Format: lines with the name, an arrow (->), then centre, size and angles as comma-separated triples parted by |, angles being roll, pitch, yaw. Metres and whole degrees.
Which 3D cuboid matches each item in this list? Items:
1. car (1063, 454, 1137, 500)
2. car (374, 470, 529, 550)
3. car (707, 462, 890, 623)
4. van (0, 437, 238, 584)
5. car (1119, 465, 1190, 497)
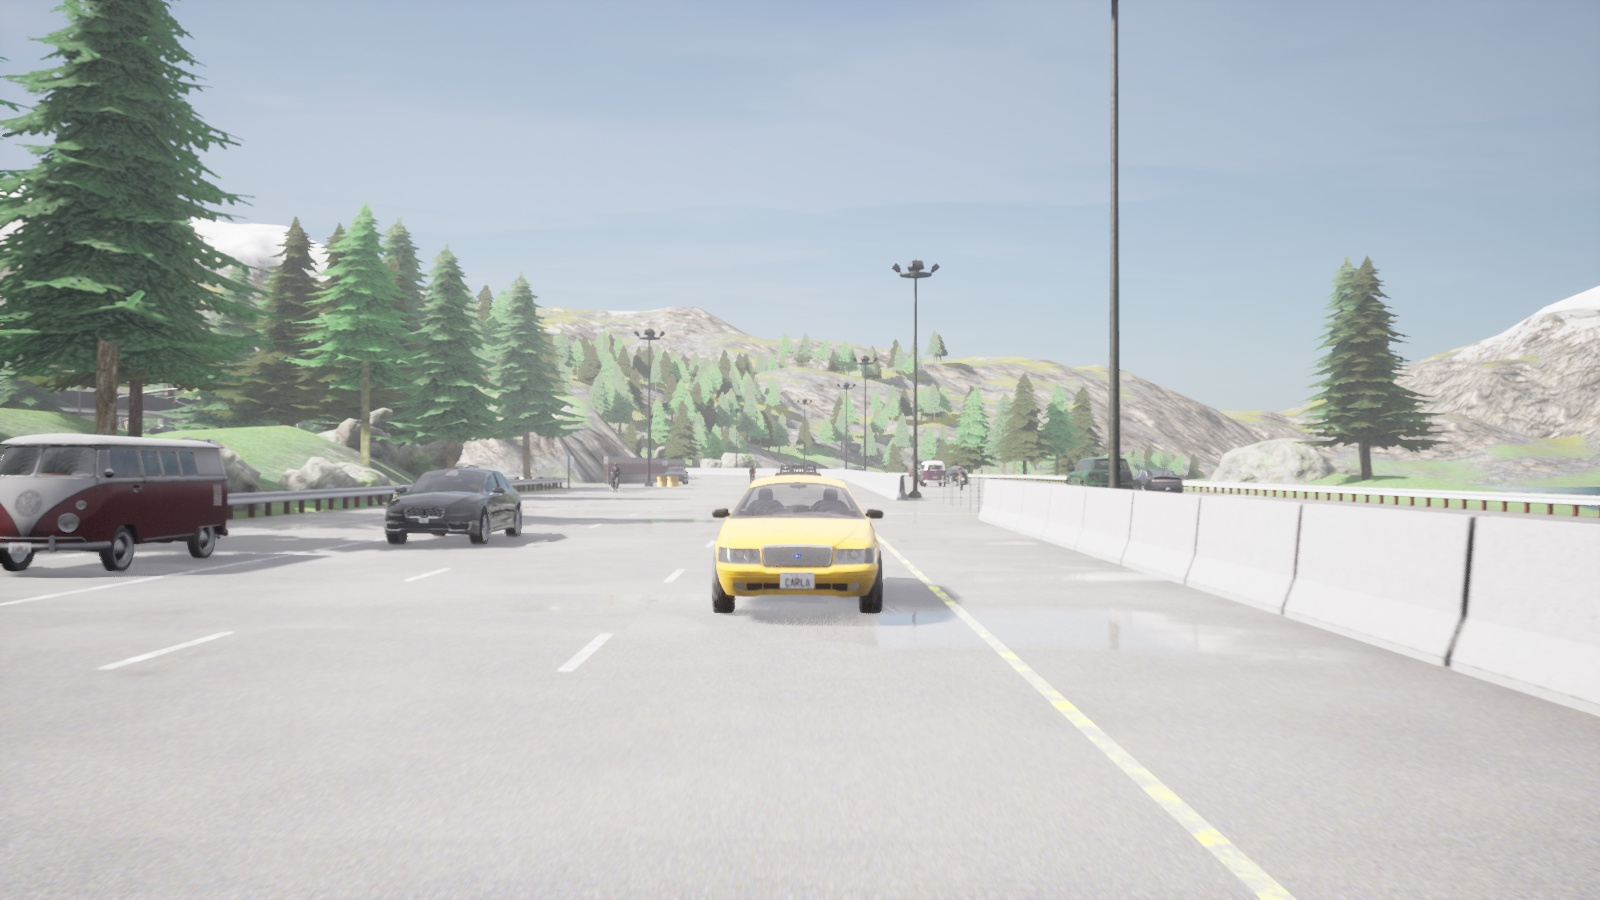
car -> 13.989, 1.240, 58.925 | 2.150, 2.045, 5.566 | 0, -1, 0
car -> -7.016, 1.181, 25.837 | 1.837, 1.490, 4.892 | 0, -1, 0
car -> -0.018, 0.943, 15.089 | 1.801, 1.575, 5.366 | 0, -1, 0
van -> -10.518, 0.855, 19.311 | 1.775, 1.987, 4.442 | 0, -1, 0
car -> 17.491, 1.507, 62.258 | 2.128, 1.511, 4.902 | 0, -1, 0
